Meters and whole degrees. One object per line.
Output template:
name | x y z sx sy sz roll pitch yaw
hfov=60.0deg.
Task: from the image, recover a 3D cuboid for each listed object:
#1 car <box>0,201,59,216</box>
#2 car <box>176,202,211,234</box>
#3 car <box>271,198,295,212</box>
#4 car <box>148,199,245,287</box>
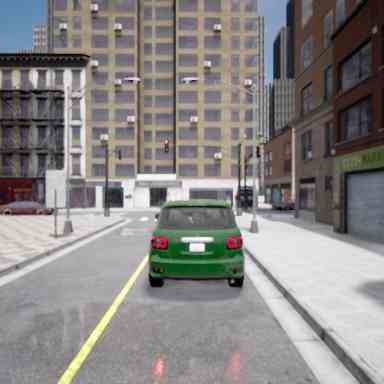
car | -15.236 1.551 30.816 5.357 1.411 2.033 0 0 3
car | 0.056 1.436 19.832 1.837 1.490 4.892 0 0 -1
car | 11.008 1.321 34.338 5.357 1.411 2.033 -1 0 -1
car | 0.094 1.191 9.334 2.150 2.045 5.566 0 0 0
